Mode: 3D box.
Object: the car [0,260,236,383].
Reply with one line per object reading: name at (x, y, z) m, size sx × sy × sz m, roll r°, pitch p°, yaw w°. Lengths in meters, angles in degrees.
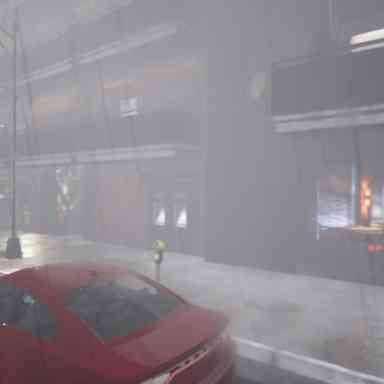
car at (-1.666, 1.541, 4.050) m, size 4.507 × 1.381 × 1.887 m, roll 0°, pitch 1°, yaw 36°
